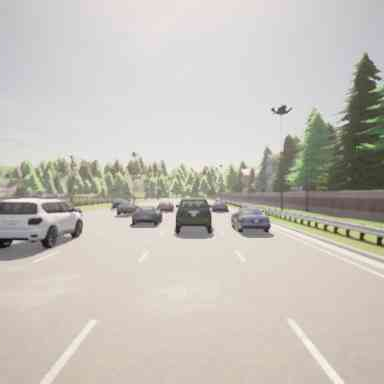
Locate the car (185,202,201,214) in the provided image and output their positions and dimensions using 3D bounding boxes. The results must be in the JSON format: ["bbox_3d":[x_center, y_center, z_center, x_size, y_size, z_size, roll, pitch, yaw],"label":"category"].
[{"bbox_3d":[0.106,1.890,40.699,1.895,1.301,4.718,0,0,0],"label":"car"}]

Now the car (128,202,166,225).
[{"bbox_3d":[-3.396,1.747,25.673,1.994,1.385,4.181,0,0,0],"label":"car"}]

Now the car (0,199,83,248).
[{"bbox_3d":[-6.897,1.330,15.417,2.150,2.045,5.566,0,-1,0],"label":"car"}]

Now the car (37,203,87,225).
[{"bbox_3d":[-10.396,1.684,27.046,2.128,1.511,4.902,0,0,0],"label":"car"}]

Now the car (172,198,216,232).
[{"bbox_3d":[0.103,1.374,21.274,2.150,2.045,5.566,0,0,0],"label":"car"}]

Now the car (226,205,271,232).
[{"bbox_3d":[3.602,1.698,21.051,2.033,1.411,5.357,0,0,0],"label":"car"}]

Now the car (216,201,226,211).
[{"bbox_3d":[3.607,1.876,43.844,1.994,1.385,4.181,0,0,0],"label":"car"}]

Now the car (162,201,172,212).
[{"bbox_3d":[-3.394,1.874,43.692,1.994,1.385,4.181,0,0,0],"label":"car"}]

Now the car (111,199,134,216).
[{"bbox_3d":[-6.895,1.805,36.349,2.033,1.411,5.357,0,0,0],"label":"car"}]
